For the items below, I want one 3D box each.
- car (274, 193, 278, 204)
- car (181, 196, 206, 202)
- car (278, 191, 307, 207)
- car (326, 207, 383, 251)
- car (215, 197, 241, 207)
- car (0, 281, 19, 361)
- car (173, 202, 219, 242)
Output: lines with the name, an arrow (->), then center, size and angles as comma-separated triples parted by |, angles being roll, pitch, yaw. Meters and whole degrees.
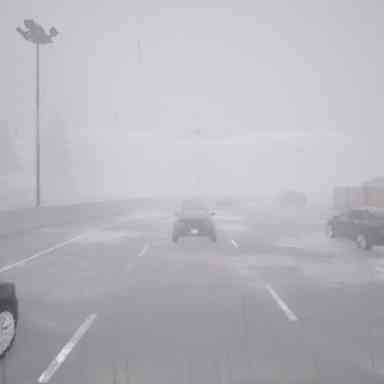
car -> 14.359, 0.882, 51.410 | 2.097, 1.767, 4.553 | 1, 1, 35
car -> 0.219, 1.174, 38.486 | 1.812, 1.442, 4.674 | 0, 0, 21
car -> 13.426, 0.824, 43.611 | 2.150, 2.045, 5.566 | -1, 0, 31
car -> 7.110, 1.379, 13.544 | 1.837, 1.490, 4.892 | 0, 0, 0
car -> 4.657, 1.219, 41.778 | 1.895, 1.301, 4.718 | 0, 1, 27
car -> -3.398, 1.451, 2.751 | 1.882, 1.535, 5.008 | 0, 0, 0
car -> 0.121, 1.383, 15.522 | 1.812, 1.442, 4.674 | 0, 0, 0
